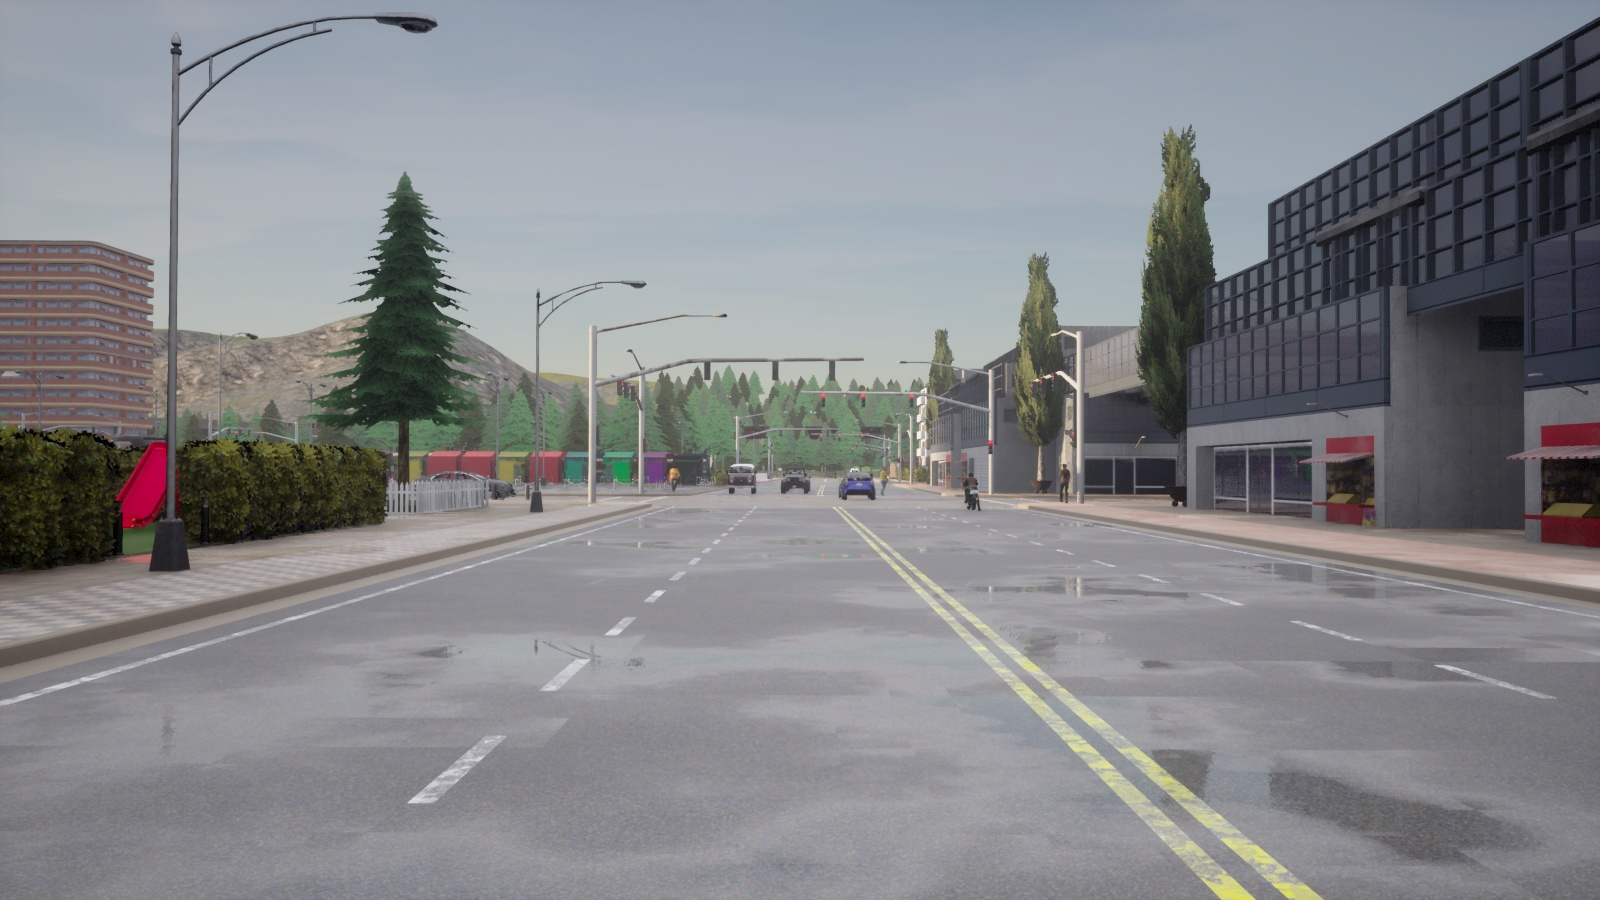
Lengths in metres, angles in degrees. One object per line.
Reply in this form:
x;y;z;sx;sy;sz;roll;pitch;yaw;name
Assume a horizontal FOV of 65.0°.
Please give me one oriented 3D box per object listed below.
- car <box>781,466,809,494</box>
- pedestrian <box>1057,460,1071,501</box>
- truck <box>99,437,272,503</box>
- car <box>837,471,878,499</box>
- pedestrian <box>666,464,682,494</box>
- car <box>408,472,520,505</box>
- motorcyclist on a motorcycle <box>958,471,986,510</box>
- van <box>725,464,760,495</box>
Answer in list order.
-0.334;2.079;87.593;1.905;1.878;3.866;0;-1;1;car
11.811;1.368;56.238;0.328;1.805;0.869;0;-1;-6;pedestrian
-33.130;1.103;67.931;7.936;3.462;2.891;0;-1;0;truck
3.165;1.914;69.559;2.007;1.525;4.514;0;-1;-1;car
-8.039;1.848;80.156;0.874;1.855;0.900;0;-1;0;pedestrian
-16.275;1.858;61.007;4.902;1.511;2.128;0;-1;0;car
6.870;1.612;50.285;0.797;1.523;2.044;0;-1;0;motorcyclist on a motorcycle
-3.870;1.979;85.083;2.069;2.038;4.480;0;-1;1;van
